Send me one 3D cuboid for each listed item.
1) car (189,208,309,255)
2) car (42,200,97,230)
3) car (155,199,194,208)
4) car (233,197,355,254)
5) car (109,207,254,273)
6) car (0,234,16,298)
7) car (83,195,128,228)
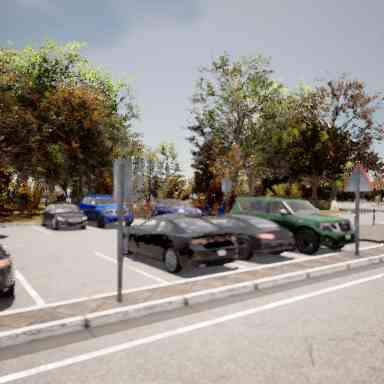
[{"bbox_3d":[1.639,1.527,12.453,2.002,1.452,4.674,1,0,-36],"label":"car"},{"bbox_3d":[-8.097,1.461,20.936,2.231,1.521,4.892,1,0,-36],"label":"car"},{"bbox_3d":[-1.187,1.397,25.854,2.185,1.767,4.553,1,-1,-36],"label":"car"},{"bbox_3d":[3.945,1.259,14.090,2.435,2.045,5.566,1,0,-36],"label":"car"},{"bbox_3d":[-0.649,1.463,10.792,2.097,1.535,5.008,1,0,-36],"label":"car"},{"bbox_3d":[-5.228,1.452,7.481,2.002,1.452,4.674,1,0,-36],"label":"car"},{"bbox_3d":[-5.889,1.232,22.493,2.435,2.045,5.566,1,0,-36],"label":"car"}]
